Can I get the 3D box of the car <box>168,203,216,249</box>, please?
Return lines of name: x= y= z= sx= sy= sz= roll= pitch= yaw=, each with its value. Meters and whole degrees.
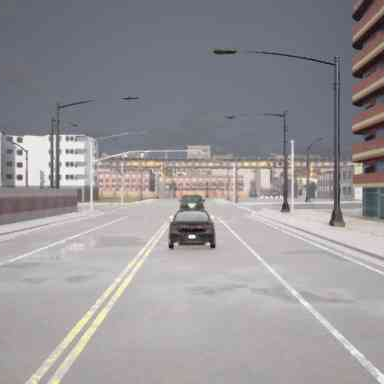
car: x=0.000 y=1.484 z=14.650 sx=1.882 sy=1.535 sz=5.008 roll=0 pitch=0 yaw=0

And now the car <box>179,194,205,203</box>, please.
car: x=0.000 y=1.257 z=29.680 sx=2.150 sy=2.045 sz=5.566 roll=0 pitch=0 yaw=0
